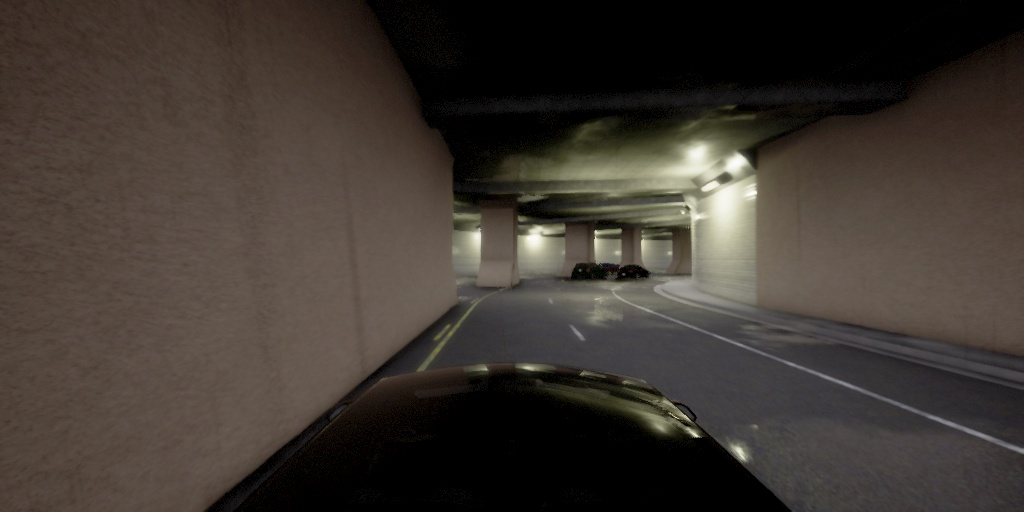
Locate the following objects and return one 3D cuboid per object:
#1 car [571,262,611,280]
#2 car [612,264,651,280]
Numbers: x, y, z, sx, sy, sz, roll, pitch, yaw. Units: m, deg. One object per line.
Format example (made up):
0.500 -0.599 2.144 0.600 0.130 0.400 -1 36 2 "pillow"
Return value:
7.786 1.421 35.873 2.097 1.767 4.553 0 -1 37 "car"
12.092 1.593 35.595 1.812 1.442 4.674 -1 -1 42 "car"
